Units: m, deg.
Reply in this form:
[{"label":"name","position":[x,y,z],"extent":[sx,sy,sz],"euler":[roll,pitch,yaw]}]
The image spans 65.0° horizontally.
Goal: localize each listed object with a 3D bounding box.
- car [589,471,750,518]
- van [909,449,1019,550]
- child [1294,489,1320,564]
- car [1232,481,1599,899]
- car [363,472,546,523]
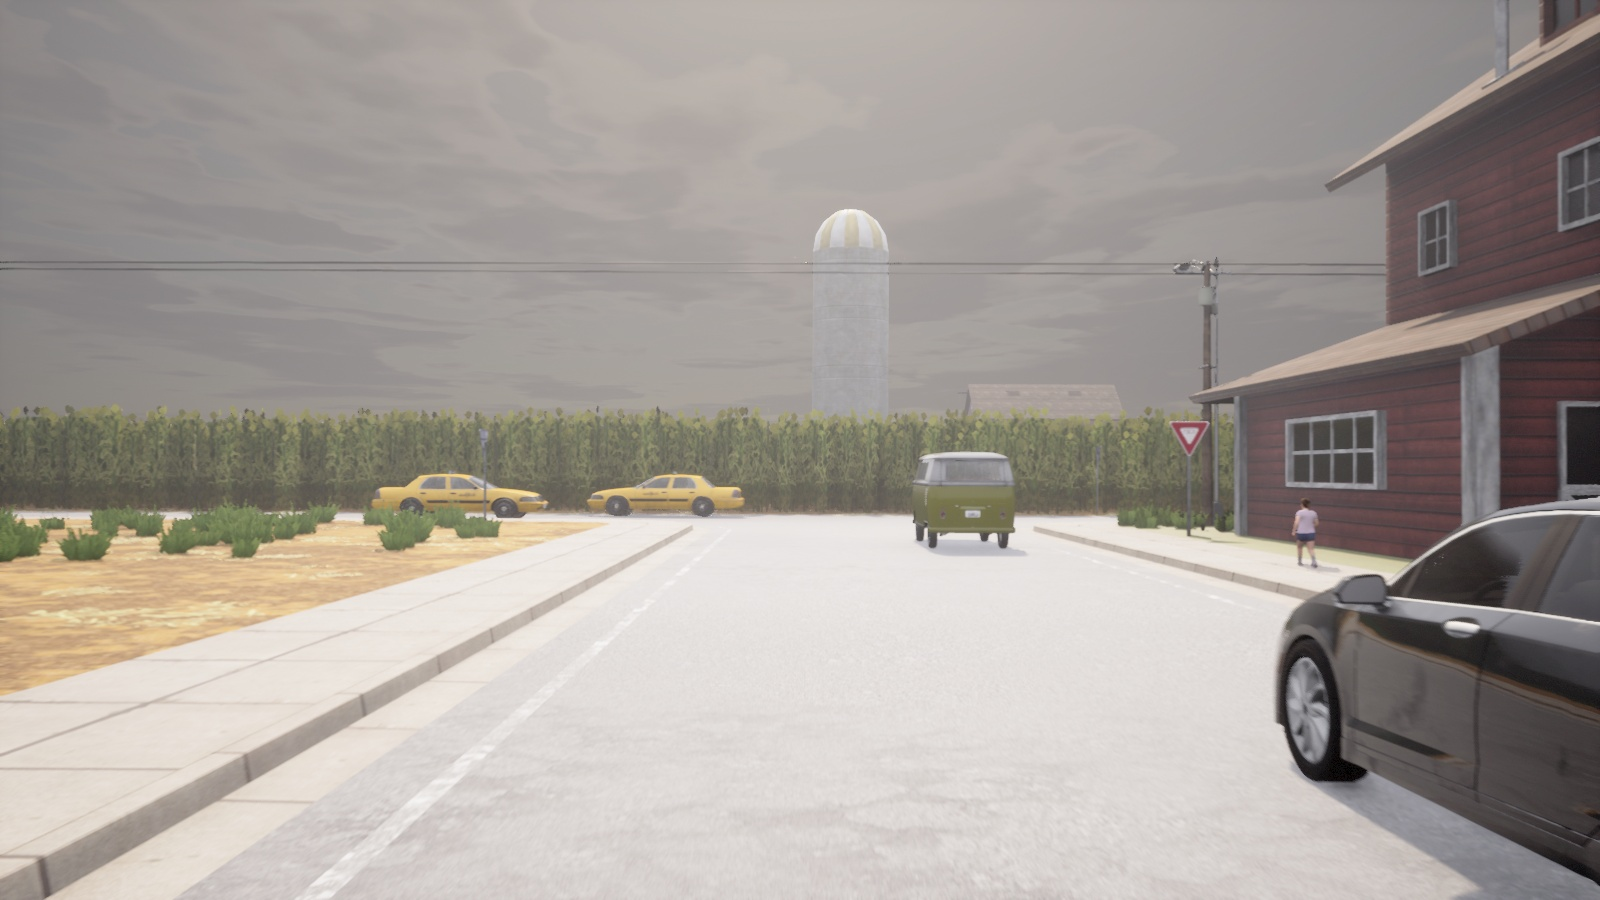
[{"label":"car","position":[-4.468,1.527,43.548],"extent":[5.366,1.575,1.801],"euler":[0,-1,1]},{"label":"van","position":[3.434,1.007,27.033],"extent":[1.775,1.987,4.442],"euler":[0,-1,0]},{"label":"child","position":[7.630,1.143,18.913],"extent":[0.255,1.110,0.394],"euler":[0,-1,6]},{"label":"car","position":[3.488,0.889,4.983],"extent":[1.837,1.490,4.892],"euler":[0,-1,0]},{"label":"car","position":[-10.980,1.496,40.130],"extent":[5.366,1.575,1.801],"euler":[0,-1,1]}]
